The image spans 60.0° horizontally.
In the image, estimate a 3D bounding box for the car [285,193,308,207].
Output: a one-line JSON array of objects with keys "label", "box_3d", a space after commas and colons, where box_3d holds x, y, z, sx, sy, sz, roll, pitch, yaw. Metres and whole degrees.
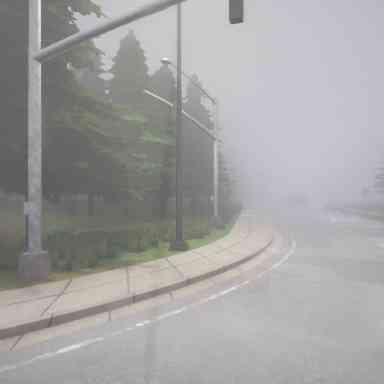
[{"label": "car", "box_3d": [16.203, 1.219, 51.056, 2.150, 2.045, 5.566, 0, 0, 8]}]

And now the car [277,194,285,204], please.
[{"label": "car", "box_3d": [17.781, 1.352, 62.277, 2.097, 1.767, 4.553, 0, 0, 8]}]
